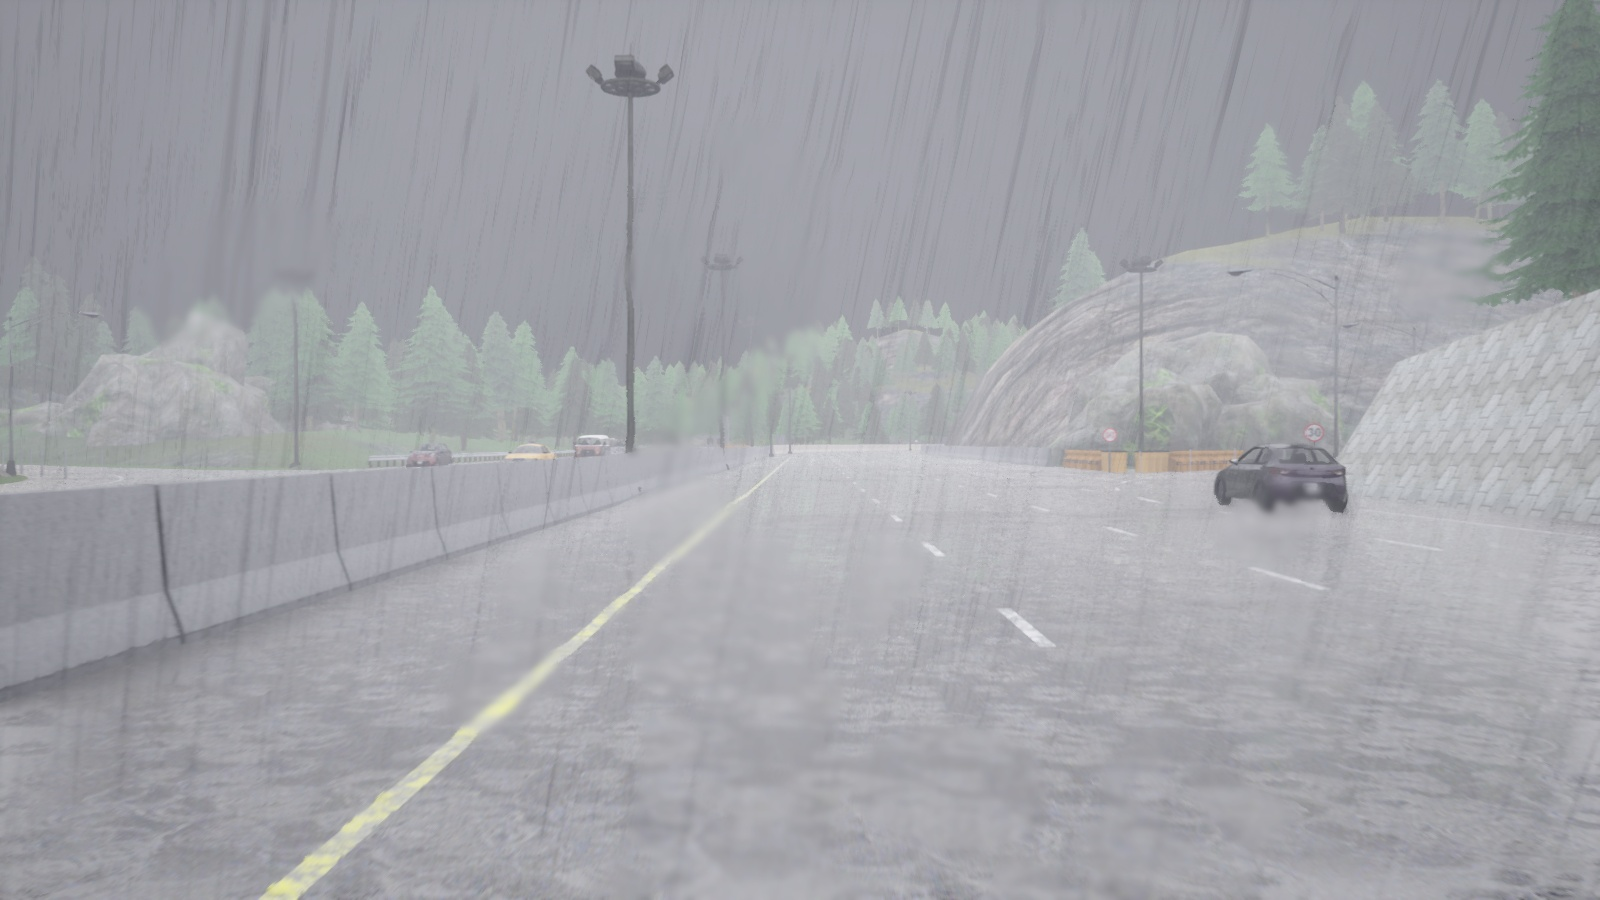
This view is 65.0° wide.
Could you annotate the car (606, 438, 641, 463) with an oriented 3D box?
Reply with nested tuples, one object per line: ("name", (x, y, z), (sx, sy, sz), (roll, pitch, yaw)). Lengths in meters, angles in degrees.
("car", (-13.440, 0.014, 95.833), (1.932, 1.855, 4.605), (0, 0, 0))

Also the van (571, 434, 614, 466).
("van", (-13.518, -0.003, 82.021), (2.069, 2.038, 4.480), (0, 0, 0))

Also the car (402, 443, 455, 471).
("car", (-20.589, 0.351, 69.675), (1.845, 1.501, 3.633), (0, 0, 0))

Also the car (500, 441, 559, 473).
("car", (-13.624, 0.315, 63.450), (1.801, 1.575, 5.366), (0, 0, 0))

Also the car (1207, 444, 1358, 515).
("car", (10.692, 0.610, 28.165), (1.816, 1.474, 4.193), (0, 0, 1))
